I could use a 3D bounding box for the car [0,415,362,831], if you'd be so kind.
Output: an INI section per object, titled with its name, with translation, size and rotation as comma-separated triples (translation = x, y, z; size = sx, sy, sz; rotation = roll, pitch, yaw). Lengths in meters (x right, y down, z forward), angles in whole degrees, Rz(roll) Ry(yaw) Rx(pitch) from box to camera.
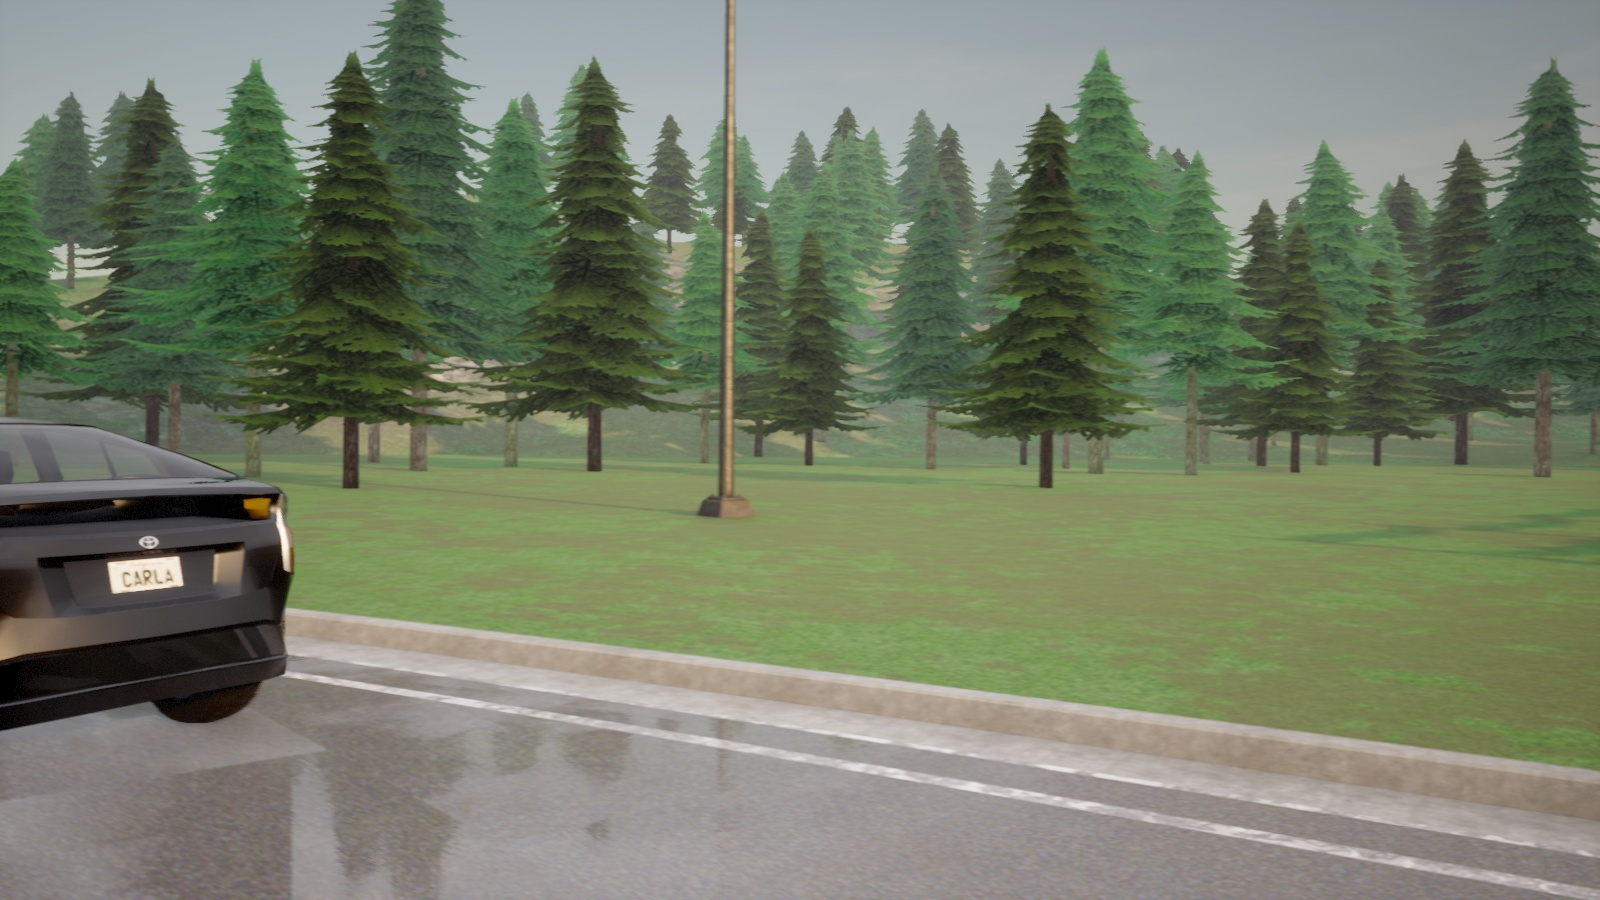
[car]
translation = -4.572, 0.624, 6.285
size = 4.514, 1.525, 2.007
rotation = 0, 1, 30
